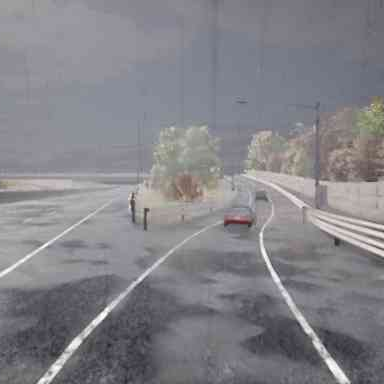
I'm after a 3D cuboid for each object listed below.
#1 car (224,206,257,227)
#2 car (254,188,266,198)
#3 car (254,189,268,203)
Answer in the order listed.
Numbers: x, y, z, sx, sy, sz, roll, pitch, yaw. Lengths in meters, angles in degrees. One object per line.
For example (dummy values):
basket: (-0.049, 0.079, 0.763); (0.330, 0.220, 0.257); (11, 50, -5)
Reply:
car: (3.533, 1.691, 23.940); (1.994, 1.385, 4.181); (1, 0, 15)
car: (13.553, 0.178, 66.678); (2.128, 1.511, 4.902); (0, 4, 9)
car: (11.668, 0.623, 56.388); (2.150, 2.045, 5.566); (0, 3, 11)
